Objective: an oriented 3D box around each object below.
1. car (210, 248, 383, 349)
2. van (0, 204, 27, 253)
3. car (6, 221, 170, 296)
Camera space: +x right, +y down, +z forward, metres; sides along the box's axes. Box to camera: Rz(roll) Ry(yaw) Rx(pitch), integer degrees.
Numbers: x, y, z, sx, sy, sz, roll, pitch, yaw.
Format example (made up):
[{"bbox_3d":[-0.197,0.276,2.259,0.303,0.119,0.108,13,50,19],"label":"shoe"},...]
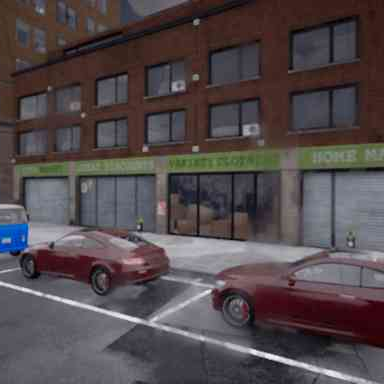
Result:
[{"bbox_3d":[2.321,1.573,5.328,4.206,1.307,1.802,0,0,32],"label":"car"},{"bbox_3d":[-7.312,1.270,11.271,3.998,1.788,1.690,0,0,32],"label":"van"},{"bbox_3d":[-2.496,1.542,8.300,4.206,1.307,1.802,0,0,32],"label":"car"}]
